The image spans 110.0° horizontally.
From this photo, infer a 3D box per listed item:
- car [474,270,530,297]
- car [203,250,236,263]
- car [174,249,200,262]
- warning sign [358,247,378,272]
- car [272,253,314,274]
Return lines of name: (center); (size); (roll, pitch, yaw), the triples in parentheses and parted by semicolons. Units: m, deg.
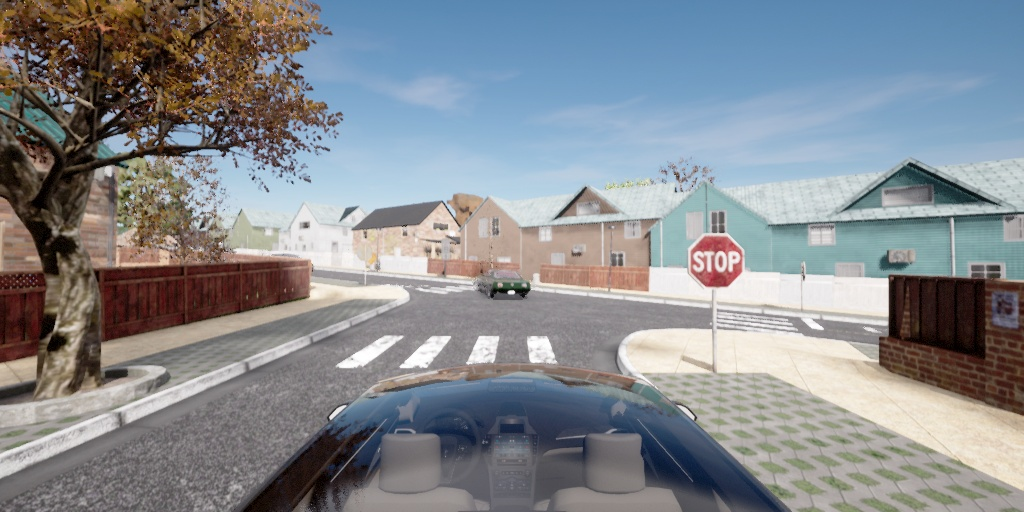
car: (-0.651, 1.376, 19.121); (1.895, 1.301, 4.718); (2, 1, -17)
car: (-33.605, -0.013, 41.706); (4.892, 1.490, 1.837); (2, 0, 33)
car: (-36.435, -0.068, 40.138); (4.181, 1.385, 1.994); (2, 0, 33)
warning sign: (-12.217, 0.418, 31.127); (1.060, 1.860, 1.300); (0, 0, 32)
car: (-17.546, 0.559, 28.161); (5.008, 1.535, 1.882); (2, 0, 32)
